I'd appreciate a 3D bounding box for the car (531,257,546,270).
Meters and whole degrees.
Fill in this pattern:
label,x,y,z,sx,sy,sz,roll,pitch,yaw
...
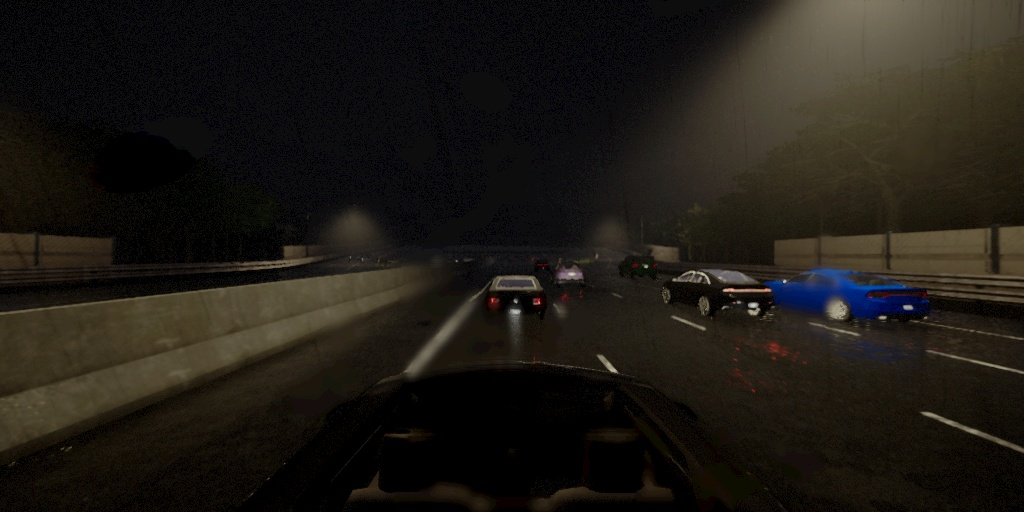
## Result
label,x,y,z,sx,sy,sz,roll,pitch,yaw
car,3.793,1.241,45.980,1.837,1.490,4.892,0,0,0

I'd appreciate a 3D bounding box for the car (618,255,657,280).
label,x,y,z,sx,sy,sz,roll,pitch,yaw
car,10.989,0.966,31.571,2.150,2.045,5.566,0,0,4

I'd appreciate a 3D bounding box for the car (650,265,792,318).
label,x,y,z,sx,sy,sz,roll,pitch,yaw
car,7.130,1.241,13.012,2.128,1.511,4.902,0,0,0

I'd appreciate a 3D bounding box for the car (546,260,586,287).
label,x,y,z,sx,sy,sz,roll,pitch,yaw
car,3.685,1.174,24.251,2.033,1.649,4.856,0,0,0

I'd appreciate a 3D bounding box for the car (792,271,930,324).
label,x,y,z,sx,sy,sz,roll,pitch,yaw
car,10.627,1.229,12.088,1.882,1.535,5.008,0,0,0

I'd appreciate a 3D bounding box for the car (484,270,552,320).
label,x,y,z,sx,sy,sz,roll,pitch,yaw
car,0.128,1.347,12.646,1.895,1.301,4.718,0,0,0
